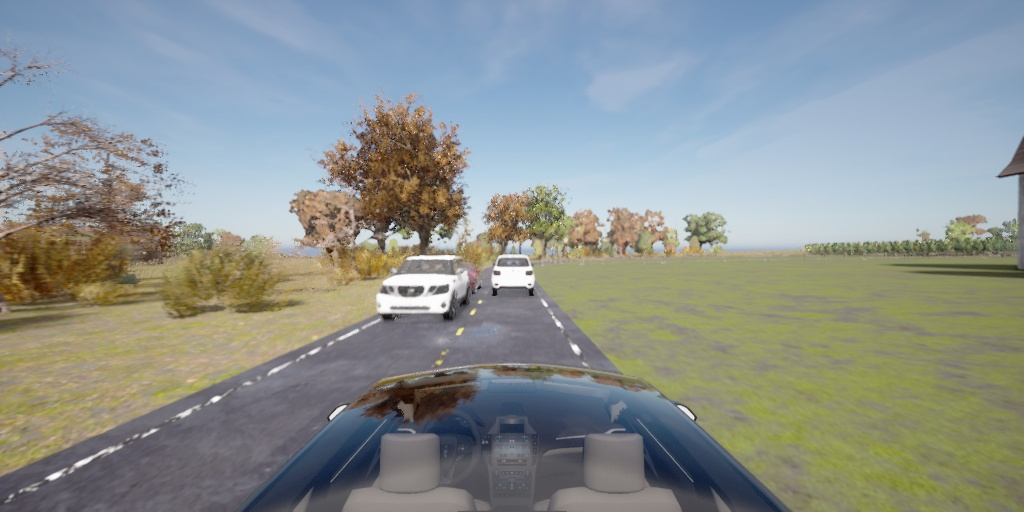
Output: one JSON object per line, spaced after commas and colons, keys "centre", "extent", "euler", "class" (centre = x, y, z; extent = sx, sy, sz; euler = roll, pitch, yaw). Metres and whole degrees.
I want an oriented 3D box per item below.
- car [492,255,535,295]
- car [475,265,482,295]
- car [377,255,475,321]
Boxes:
{"centre": [0.068, 0.961, 19.799], "extent": [2.150, 2.045, 5.566], "euler": [0, 0, 0], "class": "car"}
{"centre": [-2.759, 1.134, 19.941], "extent": [1.882, 1.535, 5.008], "euler": [0, 0, 0], "class": "car"}
{"centre": [-2.814, 0.968, 12.702], "extent": [2.150, 2.045, 5.566], "euler": [0, 0, 0], "class": "car"}
